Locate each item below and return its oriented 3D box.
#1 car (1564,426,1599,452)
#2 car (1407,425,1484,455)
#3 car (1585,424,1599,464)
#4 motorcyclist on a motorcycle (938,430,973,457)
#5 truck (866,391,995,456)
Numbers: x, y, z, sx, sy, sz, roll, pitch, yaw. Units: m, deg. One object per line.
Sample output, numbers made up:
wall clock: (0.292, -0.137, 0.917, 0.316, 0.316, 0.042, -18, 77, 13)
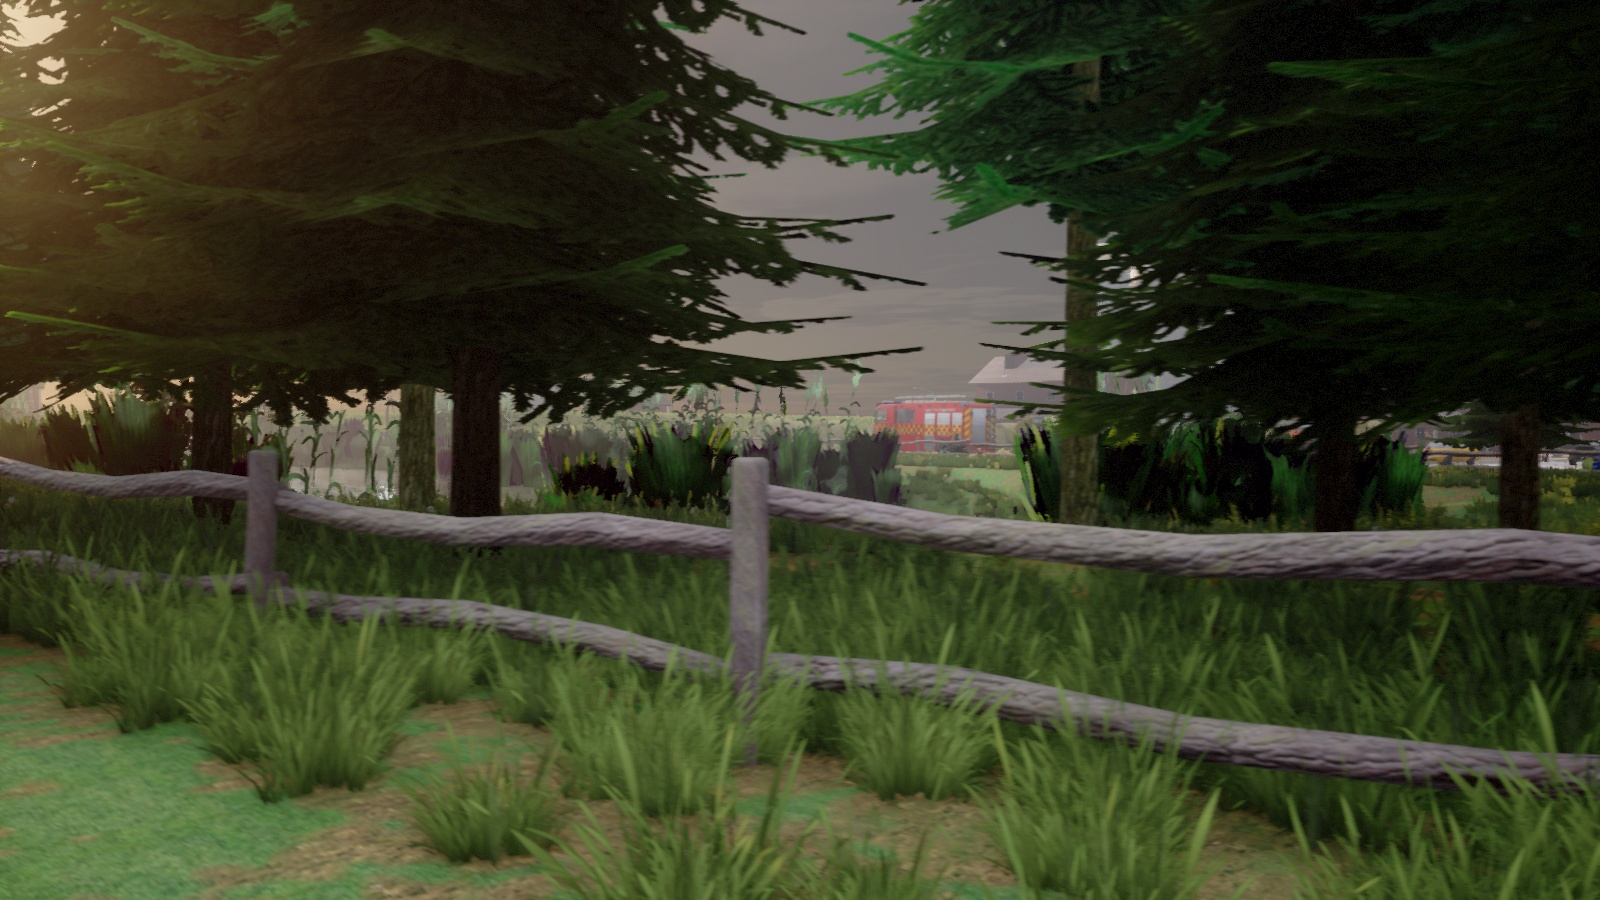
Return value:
car: (46.544, -0.663, 73.339, 4.892, 1.490, 1.837, -1, 1, -40)
car: (35.095, -0.557, 68.175, 5.366, 1.575, 1.801, -1, 1, -40)
car: (32.324, -0.240, 46.641, 1.882, 1.535, 5.008, -1, 1, -38)
motorcyclist on a motorcycle: (8.830, -0.358, 71.341, 0.797, 1.523, 2.044, -1, 1, -38)
truck: (7.984, -1.588, 78.128, 2.891, 3.827, 8.468, -1, 1, -38)
